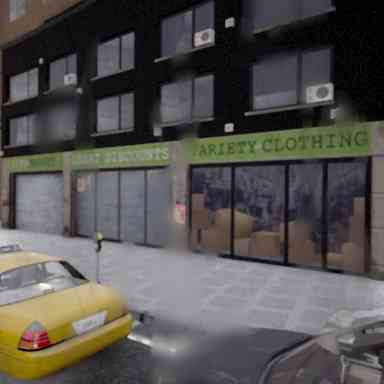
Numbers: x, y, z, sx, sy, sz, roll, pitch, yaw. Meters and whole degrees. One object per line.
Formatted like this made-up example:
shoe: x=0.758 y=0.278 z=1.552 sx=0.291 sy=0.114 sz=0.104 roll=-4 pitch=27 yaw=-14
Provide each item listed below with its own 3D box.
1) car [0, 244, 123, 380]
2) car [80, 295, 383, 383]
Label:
car: x=-3.092 y=1.521 z=5.317 sx=4.829 sy=1.417 sz=1.752 roll=0 pitch=1 yaw=36
car: x=1.583 y=1.551 z=1.959 sx=4.403 sy=1.369 sz=2.008 roll=0 pitch=1 yaw=36
